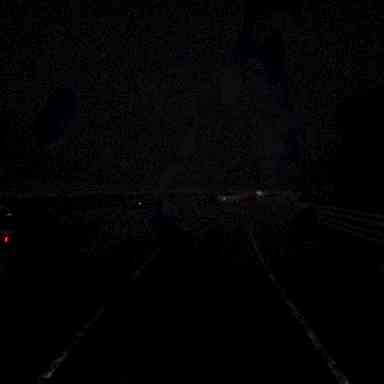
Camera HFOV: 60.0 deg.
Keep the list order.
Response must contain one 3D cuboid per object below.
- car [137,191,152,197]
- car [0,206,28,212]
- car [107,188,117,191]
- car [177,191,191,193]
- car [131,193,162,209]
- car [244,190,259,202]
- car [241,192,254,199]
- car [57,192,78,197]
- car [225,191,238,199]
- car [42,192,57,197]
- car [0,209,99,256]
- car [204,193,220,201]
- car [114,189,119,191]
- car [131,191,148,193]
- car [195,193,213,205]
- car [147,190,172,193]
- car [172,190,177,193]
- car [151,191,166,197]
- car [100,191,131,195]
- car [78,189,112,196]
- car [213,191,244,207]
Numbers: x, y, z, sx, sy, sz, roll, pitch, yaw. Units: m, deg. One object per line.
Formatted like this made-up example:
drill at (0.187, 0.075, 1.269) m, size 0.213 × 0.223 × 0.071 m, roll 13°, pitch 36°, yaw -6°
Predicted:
car at (-11.673, 0.462, 82.474) m, size 1.812 × 1.442 × 4.674 m, roll 1°, pitch 1°, yaw 19°
car at (-8.486, 1.368, 15.271) m, size 2.033 × 1.411 × 5.357 m, roll 1°, pitch 1°, yaw 19°
car at (-16.728, 0.290, 67.471) m, size 2.150 × 2.045 × 5.566 m, roll 1°, pitch 1°, yaw 19°
car at (-1.384, 0.601, 80.129) m, size 1.837 × 1.490 × 4.892 m, roll 1°, pitch 1°, yaw 19°
car at (-4.855, 1.157, 36.985) m, size 1.994 × 1.385 × 4.181 m, roll 1°, pitch 1°, yaw 19°
car at (10.406, 0.965, 60.330) m, size 1.882 × 1.535 × 5.008 m, roll 1°, pitch 1°, yaw 19°
car at (13.445, 0.815, 80.296) m, size 2.128 × 1.511 × 4.902 m, roll 1°, pitch 1°, yaw 19°
car at (-18.297, 0.840, 52.017) m, size 1.895 × 1.301 × 4.718 m, roll 1°, pitch 1°, yaw 19°
car at (9.477, 0.603, 79.472) m, size 2.097 × 1.767 × 4.553 m, roll 1°, pitch 1°, yaw 19°
car at (-21.735, 0.713, 52.750) m, size 1.812 × 1.442 × 4.674 m, roll 1°, pitch 1°, yaw 19°
car at (-5.639, 1.489, 12.761) m, size 1.895 × 1.301 × 4.718 m, roll 1°, pitch 1°, yaw 19°
car at (3.770, 0.884, 62.556) m, size 1.837 × 1.490 × 4.892 m, roll 1°, pitch 1°, yaw 19°
car at (-13.217, 0.614, 66.944) m, size 1.837 × 1.490 × 4.892 m, roll 1°, pitch 1°, yaw 19°
car at (-9.763, 0.707, 66.236) m, size 2.033 × 1.411 × 5.357 m, roll 1°, pitch 1°, yaw 19°
car at (2.063, 1.159, 46.545) m, size 1.895 × 1.301 × 4.718 m, roll 1°, pitch 1°, yaw 19°
car at (-6.366, 0.696, 65.369) m, size 1.882 × 1.535 × 5.008 m, roll 1°, pitch 1°, yaw 19°
car at (-4.761, 0.403, 81.062) m, size 2.097 × 1.767 × 4.553 m, roll 1°, pitch 1°, yaw 19°
car at (-8.183, 0.472, 81.869) m, size 1.882 × 1.535 × 5.008 m, roll 1°, pitch 1°, yaw 19°
car at (-11.495, 0.908, 50.310) m, size 1.994 × 1.385 × 4.181 m, roll 1°, pitch 1°, yaw 19°
car at (-14.854, 0.794, 51.294) m, size 1.837 × 1.490 × 4.892 m, roll 1°, pitch 1°, yaw 19°
car at (4.910, 0.846, 44.020) m, size 2.150 × 2.045 × 5.566 m, roll 1°, pitch 1°, yaw 19°
